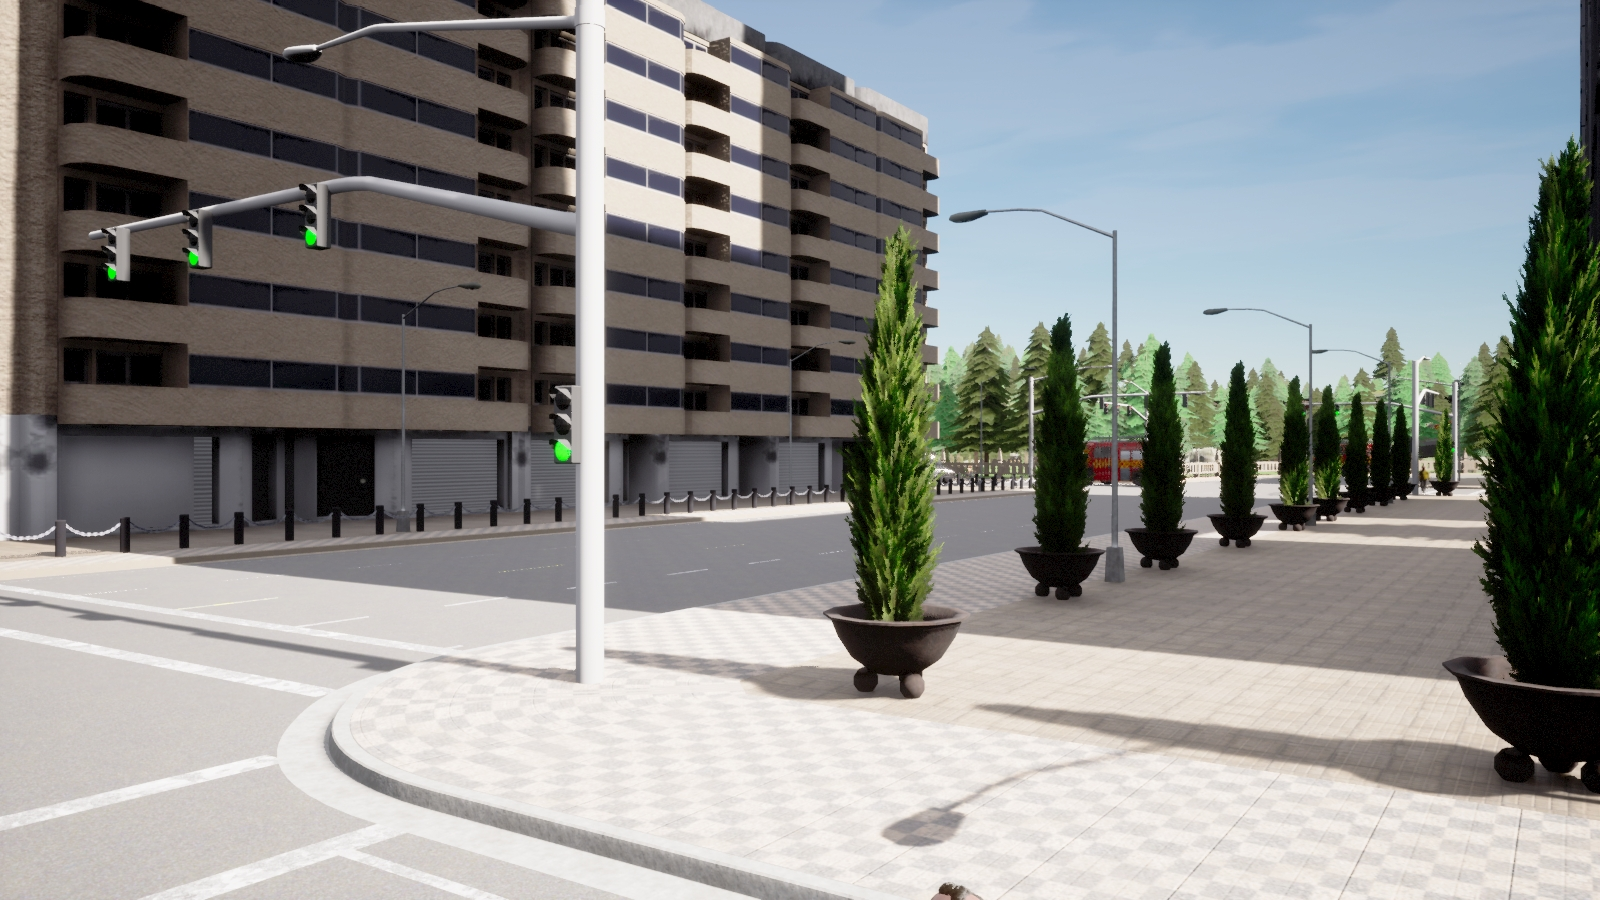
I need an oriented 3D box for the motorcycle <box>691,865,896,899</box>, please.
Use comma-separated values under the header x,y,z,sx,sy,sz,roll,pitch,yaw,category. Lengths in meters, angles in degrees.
x,y,z,sx,sy,sz,roll,pitch,yaw,category
0.516,2.205,3.364,2.209,1.251,0.867,0,0,34,motorcycle
